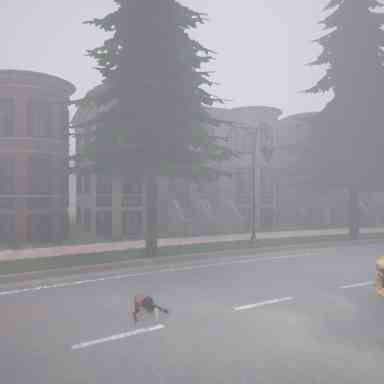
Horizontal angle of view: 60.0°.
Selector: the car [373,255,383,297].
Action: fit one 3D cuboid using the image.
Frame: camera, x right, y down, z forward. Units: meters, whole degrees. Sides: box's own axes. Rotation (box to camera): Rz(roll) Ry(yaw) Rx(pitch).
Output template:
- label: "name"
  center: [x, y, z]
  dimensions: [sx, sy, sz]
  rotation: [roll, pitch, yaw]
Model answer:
- label: "car"
  center: [6.037, 1.479, 6.903]
  dimensions: [5.008, 1.535, 1.882]
  rotation: [0, 0, -24]
